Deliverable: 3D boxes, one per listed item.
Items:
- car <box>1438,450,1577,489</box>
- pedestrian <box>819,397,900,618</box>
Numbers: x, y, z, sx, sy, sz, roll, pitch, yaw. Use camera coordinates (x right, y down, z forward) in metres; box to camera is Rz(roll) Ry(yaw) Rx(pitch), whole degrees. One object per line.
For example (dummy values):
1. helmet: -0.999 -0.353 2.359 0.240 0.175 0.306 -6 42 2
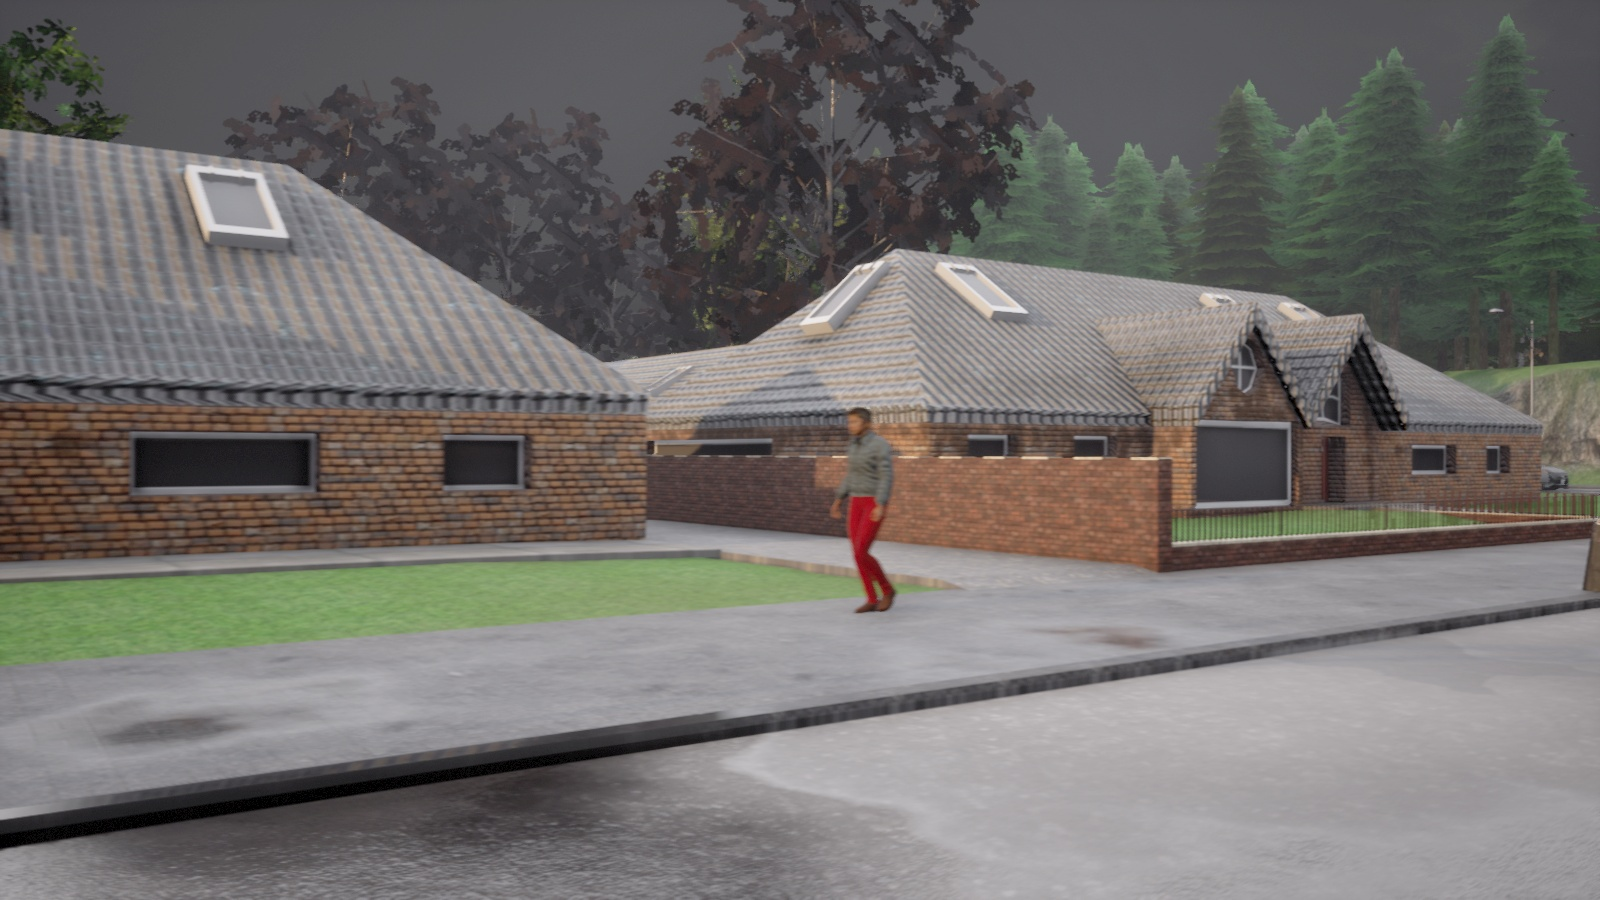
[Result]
1. car: 28.803 0.756 51.270 2.007 1.525 4.514 0 0 -35
2. pedestrian: 0.514 0.480 10.840 0.614 1.847 0.353 0 0 -39
